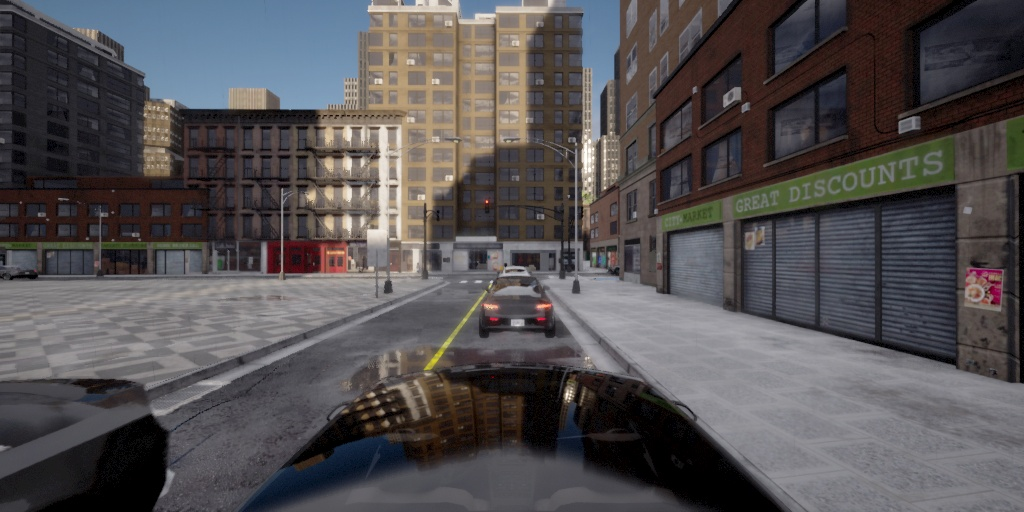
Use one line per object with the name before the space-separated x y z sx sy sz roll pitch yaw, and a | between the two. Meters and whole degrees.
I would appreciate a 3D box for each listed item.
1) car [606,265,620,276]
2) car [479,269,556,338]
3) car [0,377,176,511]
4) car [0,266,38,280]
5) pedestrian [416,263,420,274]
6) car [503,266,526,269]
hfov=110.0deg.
car | 11.728 1.151 35.415 4.674 1.442 1.812 -1 0 -2
car | 0.121 1.274 10.045 1.812 1.442 4.674 0 0 0
car | -3.104 1.241 0.212 2.128 1.511 4.902 0 0 0
car | -49.087 1.634 34.831 4.181 1.385 1.994 0 0 1
pedestrian | -10.044 0.969 38.244 0.375 1.860 0.375 0 0 -1
car | 0.148 1.270 19.826 1.812 1.442 4.674 0 0 -1
